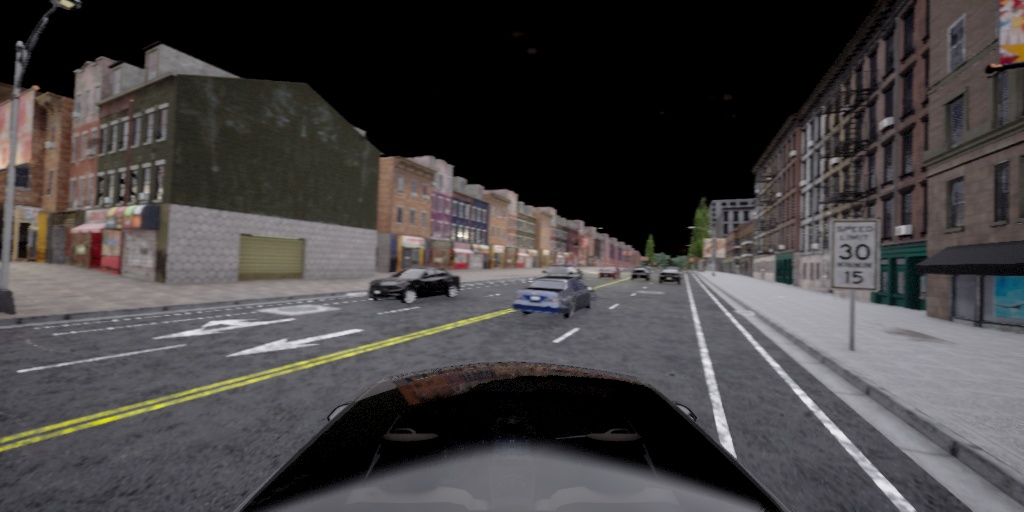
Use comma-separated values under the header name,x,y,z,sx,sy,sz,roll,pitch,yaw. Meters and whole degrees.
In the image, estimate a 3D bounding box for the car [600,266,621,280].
name,x,y,z,sx,sy,sz,roll,pitch,yaw
car,11.548,1.939,42.125,1.882,1.535,5.008,2,0,25

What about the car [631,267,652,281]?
name,x,y,z,sx,sy,sz,roll,pitch,yaw
car,15.022,2.032,41.630,1.837,1.490,4.892,2,0,25

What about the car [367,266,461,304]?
name,x,y,z,sx,sy,sz,roll,pitch,yaw
car,-4.311,1.238,16.590,1.882,1.535,5.008,2,-1,25

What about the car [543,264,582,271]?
name,x,y,z,sx,sy,sz,roll,pitch,yaw
car,3.284,1.423,24.969,2.097,1.767,4.553,2,-1,26

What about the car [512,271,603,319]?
name,x,y,z,sx,sy,sz,roll,pitch,yaw
car,1.828,1.475,13.907,2.033,1.411,5.357,2,-1,25

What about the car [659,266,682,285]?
name,x,y,z,sx,sy,sz,roll,pitch,yaw
car,16.027,2.005,36.267,1.882,1.535,5.008,2,0,26
